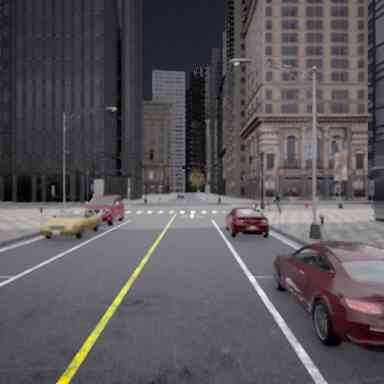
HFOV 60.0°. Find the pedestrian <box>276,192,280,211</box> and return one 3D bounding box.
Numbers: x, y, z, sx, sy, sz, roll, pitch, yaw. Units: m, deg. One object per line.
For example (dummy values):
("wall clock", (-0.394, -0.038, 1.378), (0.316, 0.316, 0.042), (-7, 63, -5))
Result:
("pedestrian", (8.142, 0.855, 31.622), (0.375, 1.860, 0.375), (0, 0, 0))

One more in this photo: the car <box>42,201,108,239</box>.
("car", (-5.847, 1.405, 16.728), (1.752, 1.417, 4.829), (0, 0, 0))

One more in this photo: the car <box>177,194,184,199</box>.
("car", (-2.932, 1.164, 84.989), (1.895, 1.301, 4.718), (0, 0, 0))

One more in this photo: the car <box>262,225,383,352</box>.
("car", (2.675, 1.535, 5.975), (1.802, 1.307, 4.206), (0, 0, 0))

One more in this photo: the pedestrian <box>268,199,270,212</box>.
("pedestrian", (7.142, 0.910, 31.023), (0.375, 1.860, 0.375), (0, 0, 0))

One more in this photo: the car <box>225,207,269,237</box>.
("car", (2.677, 1.423, 16.894), (1.887, 1.381, 4.507), (0, 0, 0))

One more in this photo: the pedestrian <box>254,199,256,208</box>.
("pedestrian", (6.142, 1.205, 32.223), (0.375, 1.300, 0.375), (0, 0, 0))

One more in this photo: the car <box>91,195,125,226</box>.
("car", (-5.844, 1.161, 22.356), (2.192, 1.841, 5.009), (0, 0, 0))
